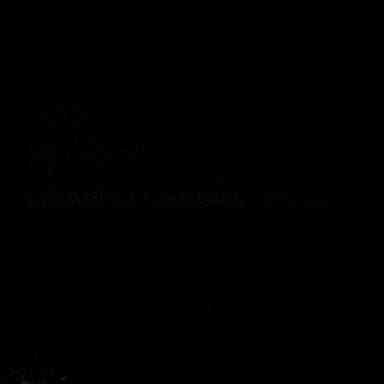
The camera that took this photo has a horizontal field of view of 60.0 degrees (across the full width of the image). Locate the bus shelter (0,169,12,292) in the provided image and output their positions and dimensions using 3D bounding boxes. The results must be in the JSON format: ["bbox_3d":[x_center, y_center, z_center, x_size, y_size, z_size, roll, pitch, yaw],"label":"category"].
[{"bbox_3d":[-6.259,0.812,7.896,3.880,2.740,1.920,1,0,35],"label":"bus shelter"}]
